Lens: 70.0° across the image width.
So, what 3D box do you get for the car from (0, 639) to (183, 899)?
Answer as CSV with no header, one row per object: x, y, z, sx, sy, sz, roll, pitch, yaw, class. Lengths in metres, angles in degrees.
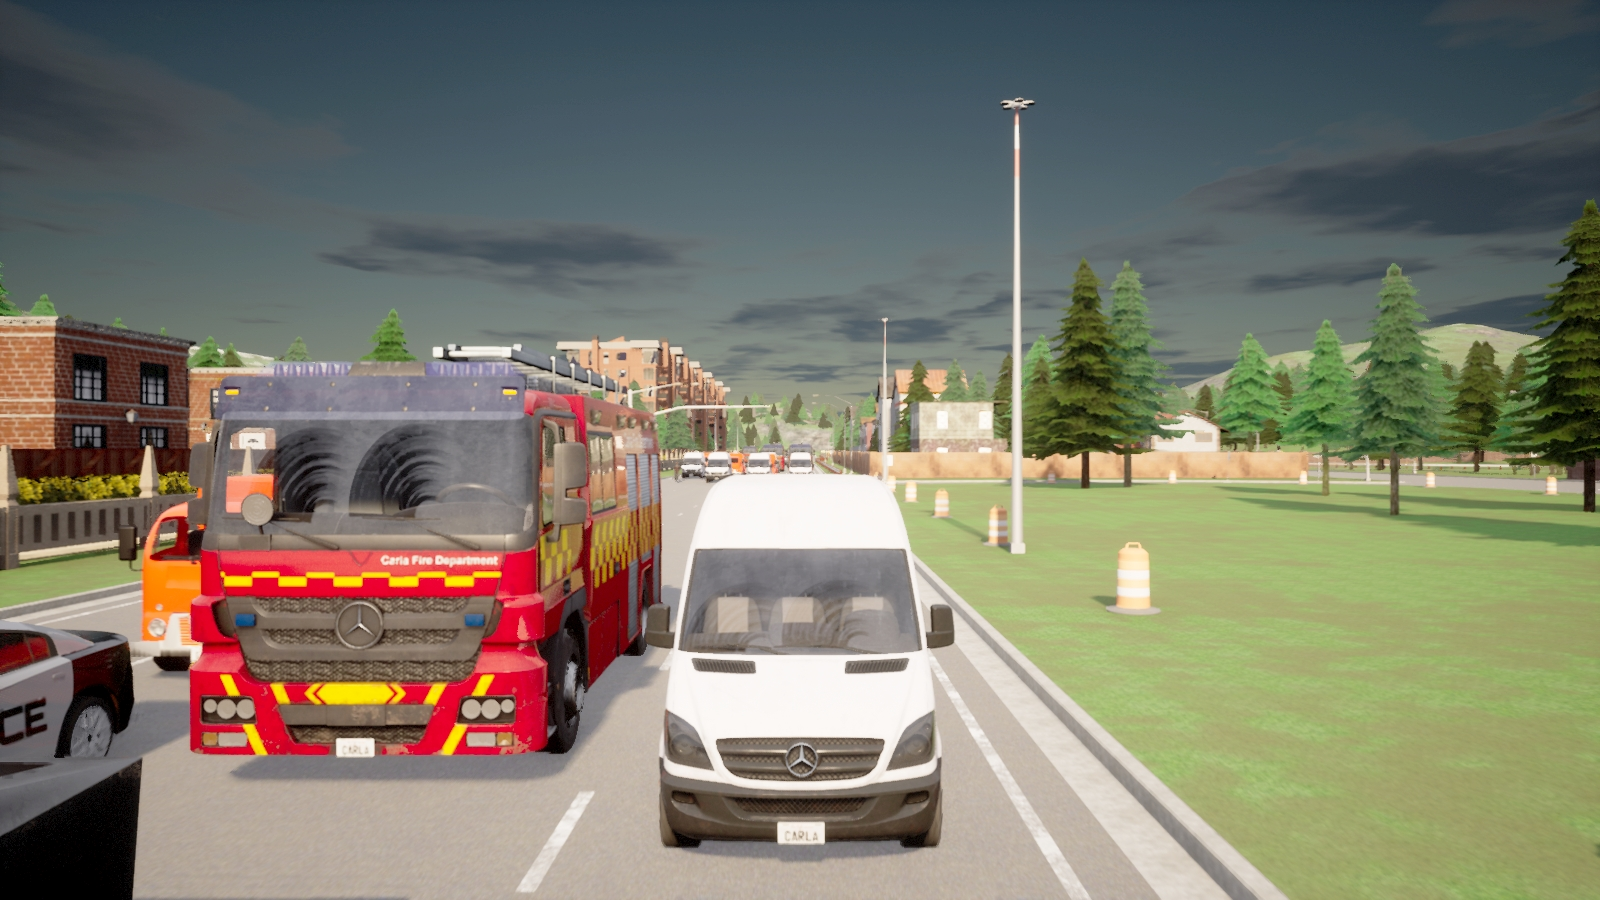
-3.498,1.754,1.130,2.390,2.098,6.274,0,0,0,car

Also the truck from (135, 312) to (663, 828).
-3.488,0.893,12.716,2.891,3.827,8.468,0,0,0,truck

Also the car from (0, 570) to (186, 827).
-6.994,1.983,8.439,2.097,1.638,5.238,0,0,0,car

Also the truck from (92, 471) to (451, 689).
-6.990,1.570,16.002,2.627,2.467,5.204,0,0,0,truck

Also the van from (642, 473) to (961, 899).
0.011,1.537,10.090,1.988,2.561,5.915,0,0,0,van
